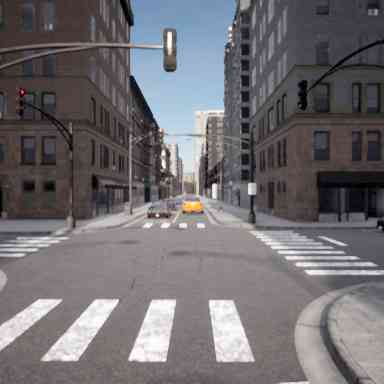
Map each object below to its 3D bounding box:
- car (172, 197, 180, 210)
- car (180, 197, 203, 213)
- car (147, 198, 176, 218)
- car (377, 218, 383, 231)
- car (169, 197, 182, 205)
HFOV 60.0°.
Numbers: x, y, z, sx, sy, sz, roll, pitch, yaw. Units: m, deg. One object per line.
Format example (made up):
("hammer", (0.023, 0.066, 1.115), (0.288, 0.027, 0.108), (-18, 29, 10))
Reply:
("car", (-2.855, 1.501, 40.453), (1.837, 1.490, 4.892), (0, 0, 0))
("car", (0.092, 1.347, 36.780), (2.097, 1.767, 4.553), (0, 0, 0))
("car", (-2.857, 1.540, 30.066), (2.033, 1.411, 5.357), (0, 0, 0))
("car", (12.364, 1.554, 17.974), (4.313, 1.339, 1.947), (0, 0, 0))
("car", (-2.814, 1.564, 58.796), (2.033, 1.411, 5.357), (0, 0, 1))
